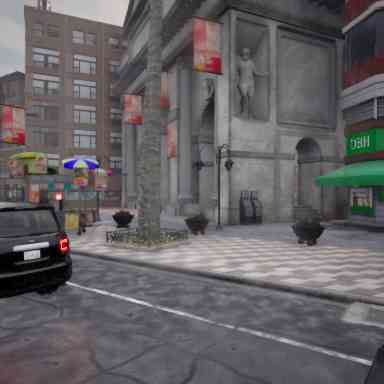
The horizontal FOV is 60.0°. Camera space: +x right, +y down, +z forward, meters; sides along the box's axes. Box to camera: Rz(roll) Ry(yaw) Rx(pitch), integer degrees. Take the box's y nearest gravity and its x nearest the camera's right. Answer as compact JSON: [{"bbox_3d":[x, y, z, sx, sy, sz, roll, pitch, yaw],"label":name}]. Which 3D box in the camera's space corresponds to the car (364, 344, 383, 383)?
[{"bbox_3d":[3.595,1.547,1.316,5.357,1.411,2.033,0,0,37],"label":"car"}]

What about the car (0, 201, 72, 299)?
[{"bbox_3d":[-5.042,1.221,7.538,5.566,2.045,2.150,0,0,36],"label":"car"}]
